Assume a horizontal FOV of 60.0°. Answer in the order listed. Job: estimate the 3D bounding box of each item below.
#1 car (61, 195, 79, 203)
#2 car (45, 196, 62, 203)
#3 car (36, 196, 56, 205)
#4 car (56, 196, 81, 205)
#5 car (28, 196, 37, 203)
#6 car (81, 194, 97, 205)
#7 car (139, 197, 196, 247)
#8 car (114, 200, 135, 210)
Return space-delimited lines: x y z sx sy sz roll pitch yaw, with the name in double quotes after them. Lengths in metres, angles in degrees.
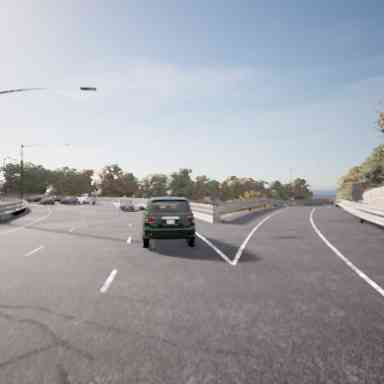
-26.543 1.511 72.335 2.128 1.511 4.902 0 0 -42 "car"
-29.264 1.596 70.132 1.895 1.301 4.718 0 0 -42 "car"
-26.481 1.677 60.726 1.812 1.442 4.674 0 0 -37 "car"
-22.977 1.629 61.844 2.128 1.511 4.902 0 0 -37 "car"
-31.946 1.515 67.884 1.837 1.490 4.892 0 0 -42 "car"
-20.246 1.340 64.029 2.150 2.045 5.566 0 0 -37 "car"
-1.201 1.231 15.289 2.150 2.045 5.566 0 0 -8 "car"
-8.857 1.655 43.099 1.895 1.301 4.718 0 0 -23 "car"
